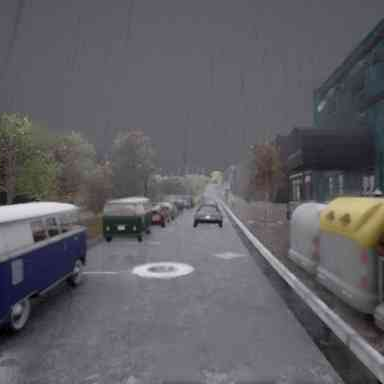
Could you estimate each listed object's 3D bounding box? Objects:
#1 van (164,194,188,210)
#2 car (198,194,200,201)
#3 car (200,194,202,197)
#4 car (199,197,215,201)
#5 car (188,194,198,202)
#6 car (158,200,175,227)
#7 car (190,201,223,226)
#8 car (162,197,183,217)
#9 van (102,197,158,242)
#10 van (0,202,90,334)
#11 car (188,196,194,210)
[{"bbox_3d":[-1.916,1.352,34.434,1.878,1.987,4.442,0,0,6],"label":"van"},{"bbox_3d":[-0.146,1.627,61.976,2.097,1.535,5.008,0,0,6],"label":"car"},{"bbox_3d":[0.210,1.657,67.513,2.097,1.535,5.008,0,0,6],"label":"car"},{"bbox_3d":[2.287,1.631,41.375,2.033,1.411,5.357,0,0,4],"label":"car"},{"bbox_3d":[-0.782,1.379,52.113,2.435,2.045,5.566,0,0,4],"label":"car"},{"bbox_3d":[-2.642,1.562,23.260,2.163,1.488,4.792,0,1,2],"label":"car"},{"bbox_3d":[1.166,1.615,23.709,1.994,1.385,4.181,0,0,3],"label":"car"},{"bbox_3d":[-2.287,1.544,28.760,2.231,1.521,4.892,0,1,2],"label":"car"},{"bbox_3d":[-3.058,1.292,16.762,1.878,1.987,4.442,0,1,1],"label":"van"},{"bbox_3d":[-3.545,1.267,6.822,1.878,1.987,4.442,0,1,1],"label":"van"},{"bbox_3d":[-1.215,1.641,45.382,2.002,1.452,4.674,0,0,4],"label":"car"}]
